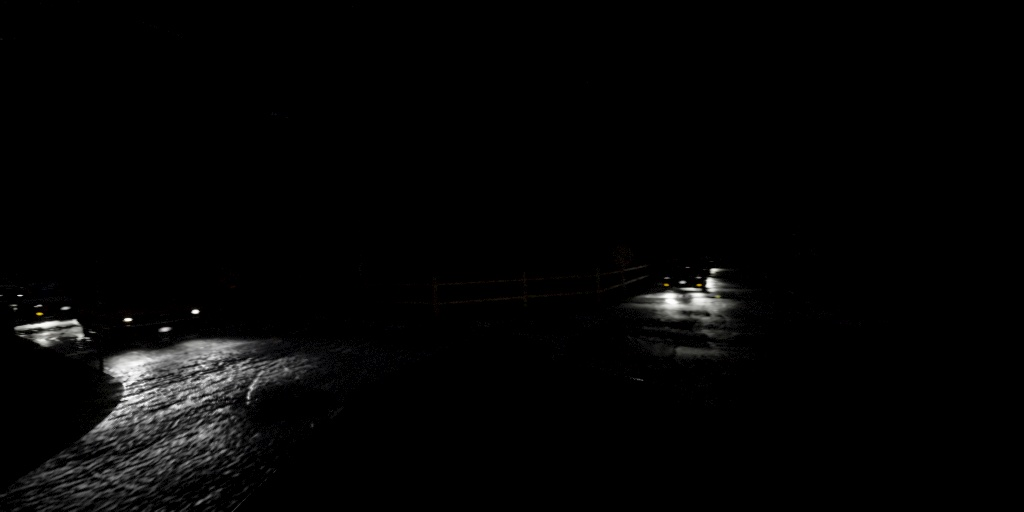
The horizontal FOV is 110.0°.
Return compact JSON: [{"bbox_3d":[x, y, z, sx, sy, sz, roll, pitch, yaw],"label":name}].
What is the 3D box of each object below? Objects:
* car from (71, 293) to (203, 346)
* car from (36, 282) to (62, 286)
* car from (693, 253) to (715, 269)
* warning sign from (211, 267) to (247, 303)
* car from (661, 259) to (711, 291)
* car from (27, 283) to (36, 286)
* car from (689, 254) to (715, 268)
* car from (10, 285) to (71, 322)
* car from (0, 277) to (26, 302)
[{"bbox_3d":[-11.892,1.877,11.423,4.718,1.301,1.895,-2,0,30],"label":"car"},{"bbox_3d":[-35.754,2.784,28.603,5.008,1.535,1.882,-2,0,31],"label":"car"},{"bbox_3d":[21.754,0.560,40.544,1.882,1.535,5.008,-3,1,30],"label":"car"},{"bbox_3d":[-15.165,1.550,19.458,1.060,1.860,1.300,0,0,30],"label":"warning sign"},{"bbox_3d":[9.213,1.049,19.018,1.994,1.385,4.181,-3,0,30],"label":"car"},{"bbox_3d":[-44.678,3.250,33.722,4.181,1.385,1.994,-2,0,30],"label":"car"},{"bbox_3d":[14.955,0.797,28.896,2.128,1.511,4.902,-3,0,30],"label":"car"},{"bbox_3d":[-22.014,2.273,17.294,4.181,1.385,1.994,-2,0,30],"label":"car"},{"bbox_3d":[-40.573,2.728,28.142,5.566,2.045,2.150,-3,0,30],"label":"car"}]
